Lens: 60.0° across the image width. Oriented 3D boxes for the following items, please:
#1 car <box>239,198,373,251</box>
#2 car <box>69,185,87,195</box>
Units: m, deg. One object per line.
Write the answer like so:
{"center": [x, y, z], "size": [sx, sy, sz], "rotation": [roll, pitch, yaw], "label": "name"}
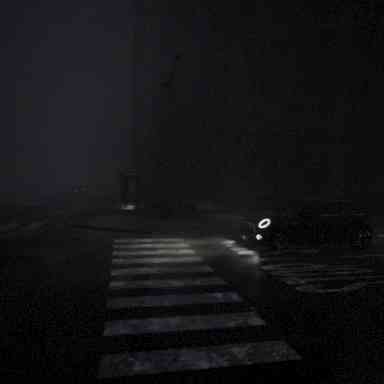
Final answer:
{"center": [4.026, 1.019, 12.019], "size": [4.553, 1.767, 2.097], "rotation": [1, 2, -12], "label": "car"}
{"center": [-15.383, -0.293, 45.061], "size": [1.994, 1.385, 4.181], "rotation": [1, 2, -12], "label": "car"}
